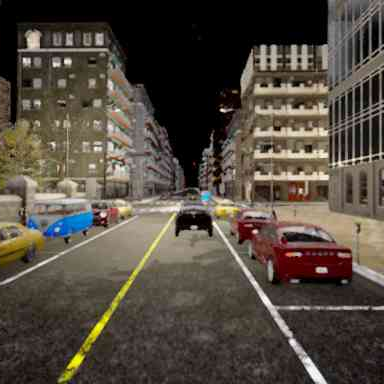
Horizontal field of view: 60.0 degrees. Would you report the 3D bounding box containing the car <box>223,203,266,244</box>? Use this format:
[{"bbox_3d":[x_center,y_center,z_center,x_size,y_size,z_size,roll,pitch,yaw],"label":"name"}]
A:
[{"bbox_3d":[2.681,1.415,14.741,1.887,1.381,4.507,1,1,0],"label":"car"}]

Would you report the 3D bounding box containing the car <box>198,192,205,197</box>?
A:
[{"bbox_3d":[2.588,0.663,92.318,2.008,1.369,4.403,1,1,0],"label":"car"}]

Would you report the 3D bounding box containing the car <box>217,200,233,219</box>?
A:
[{"bbox_3d":[2.668,1.293,26.144,1.752,1.417,4.829,1,1,0],"label":"car"}]

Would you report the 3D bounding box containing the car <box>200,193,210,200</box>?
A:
[{"bbox_3d":[2.615,0.892,69.637,1.887,1.381,4.507,1,1,0],"label":"car"}]

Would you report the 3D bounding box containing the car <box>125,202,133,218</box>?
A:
[{"bbox_3d":[-5.712,1.296,25.811,1.752,1.417,4.829,1,1,0],"label":"car"}]

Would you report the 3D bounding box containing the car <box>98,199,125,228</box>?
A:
[{"bbox_3d":[-5.705,1.260,20.366,1.967,1.590,4.097,1,1,0],"label":"car"}]

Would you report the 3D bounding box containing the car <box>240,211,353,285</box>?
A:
[{"bbox_3d":[2.688,1.464,9.124,1.887,1.381,4.507,1,1,0],"label":"car"}]

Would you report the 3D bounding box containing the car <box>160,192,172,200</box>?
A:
[{"bbox_3d":[-5.766,0.928,69.683,1.802,1.307,4.206,1,1,0],"label":"car"}]

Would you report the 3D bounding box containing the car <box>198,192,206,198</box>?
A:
[{"bbox_3d":[2.595,0.723,86.648,2.008,1.369,4.403,1,1,0],"label":"car"}]

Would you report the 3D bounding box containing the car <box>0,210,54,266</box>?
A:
[{"bbox_3d":[-5.692,1.446,8.970,1.752,1.417,4.829,1,1,0],"label":"car"}]

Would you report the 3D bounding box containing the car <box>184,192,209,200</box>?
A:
[{"bbox_3d":[0.085,1.097,28.616,2.097,1.767,4.553,0,1,1],"label":"car"}]

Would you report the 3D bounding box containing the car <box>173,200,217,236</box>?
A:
[{"bbox_3d":[0.082,1.349,17.410,1.837,1.490,4.892,0,0,0],"label":"car"}]

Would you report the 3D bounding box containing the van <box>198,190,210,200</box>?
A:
[{"bbox_3d":[2.625,0.745,63.963,1.690,1.788,3.998,1,1,0],"label":"van"}]

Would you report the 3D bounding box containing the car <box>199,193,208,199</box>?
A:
[{"bbox_3d":[2.608,0.855,75.307,1.947,1.339,4.313,1,1,0],"label":"car"}]

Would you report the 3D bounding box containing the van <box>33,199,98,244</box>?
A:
[{"bbox_3d":[-5.697,1.211,14.752,1.690,1.788,3.998,1,1,0],"label":"van"}]
